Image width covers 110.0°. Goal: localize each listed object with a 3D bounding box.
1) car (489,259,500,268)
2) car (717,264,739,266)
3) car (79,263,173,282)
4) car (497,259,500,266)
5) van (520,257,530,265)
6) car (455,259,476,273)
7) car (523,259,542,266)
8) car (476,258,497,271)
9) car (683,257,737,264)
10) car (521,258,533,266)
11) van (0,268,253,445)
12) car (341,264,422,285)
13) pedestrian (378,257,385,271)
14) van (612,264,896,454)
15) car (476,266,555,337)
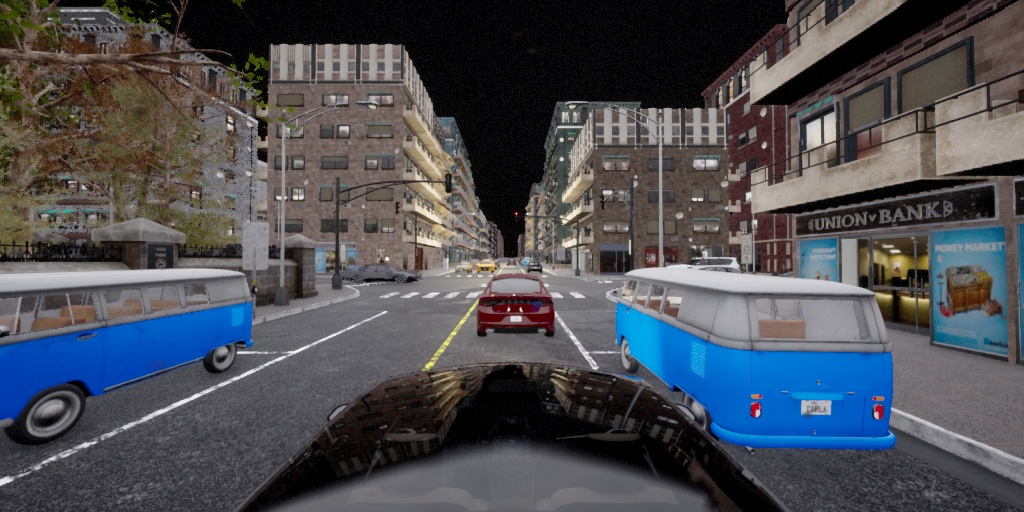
[{"bbox_3d":[-3.106,1.299,63.727,1.812,1.442,4.674,0,0,0],"label":"car"},{"bbox_3d":[13.519,1.333,22.735,4.313,1.339,1.948,0,0,1],"label":"car"},{"bbox_3d":[-27.673,1.188,25.796,4.718,1.301,1.895,0,-1,1],"label":"car"},{"bbox_3d":[-3.133,1.316,53.588,2.033,1.411,5.357,0,0,0],"label":"car"},{"bbox_3d":[2.650,1.112,59.866,1.690,1.789,3.998,0,0,0],"label":"van"},{"bbox_3d":[-5.719,1.289,42.763,1.751,1.417,4.829,0,0,0],"label":"car"},{"bbox_3d":[2.662,1.330,42.939,1.948,1.339,4.313,0,0,0],"label":"car"},{"bbox_3d":[-3.132,1.242,43.627,1.882,1.535,5.008,0,0,0],"label":"car"},{"bbox_3d":[15.082,1.101,28.507,5.566,2.045,2.150,0,-1,2],"label":"car"},{"bbox_3d":[2.658,1.317,48.582,2.007,1.370,4.403,0,0,0],"label":"car"},{"bbox_3d":[-5.658,1.092,4.988,1.690,1.789,3.998,0,0,0],"label":"van"},{"bbox_3d":[-9.230,1.274,25.577,5.357,1.411,2.033,1,0,1],"label":"car"},{"bbox_3d":[-12.563,0.967,34.370,0.375,1.860,0.375,0,-1,1],"label":"pedestrian"},{"bbox_3d":[2.656,1.092,4.992,1.690,1.789,3.998,0,0,0],"label":"van"},{"bbox_3d":[0.092,1.230,10.352,1.882,1.535,5.008,0,0,0],"label":"car"}]
